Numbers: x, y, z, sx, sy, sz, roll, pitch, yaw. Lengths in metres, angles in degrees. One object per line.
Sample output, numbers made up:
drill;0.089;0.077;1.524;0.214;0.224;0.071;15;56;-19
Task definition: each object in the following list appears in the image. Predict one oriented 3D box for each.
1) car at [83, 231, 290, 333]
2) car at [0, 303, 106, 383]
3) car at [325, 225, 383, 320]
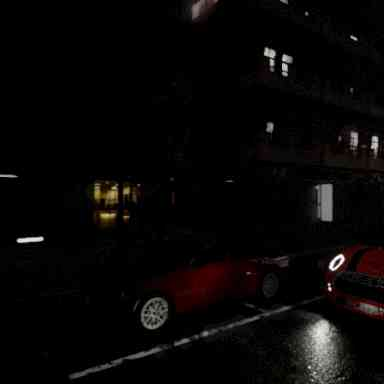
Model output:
car;0.104;1.549;6.815;4.507;1.381;1.887;0;0;-36
car;-2.636;1.570;1.470;4.181;1.385;1.994;0;0;-36
car;4.755;1.349;6.833;4.553;1.767;2.097;0;0;-36
